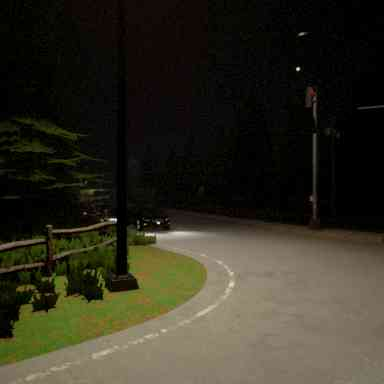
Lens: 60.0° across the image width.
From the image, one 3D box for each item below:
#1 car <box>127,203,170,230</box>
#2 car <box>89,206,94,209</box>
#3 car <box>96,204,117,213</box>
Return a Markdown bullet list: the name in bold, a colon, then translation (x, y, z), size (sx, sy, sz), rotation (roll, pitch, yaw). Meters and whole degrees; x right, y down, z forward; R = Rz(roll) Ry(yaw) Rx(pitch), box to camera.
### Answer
- **car**: translation (-2.888, 1.478, 20.711), size (1.837, 1.490, 4.892), rotation (0, 0, -25)
- **car**: translation (-11.202, 1.499, 39.096), size (1.812, 1.442, 4.674), rotation (0, 0, -24)
- **car**: translation (-7.034, 1.537, 29.759), size (1.994, 1.385, 4.181), rotation (0, 0, -24)
